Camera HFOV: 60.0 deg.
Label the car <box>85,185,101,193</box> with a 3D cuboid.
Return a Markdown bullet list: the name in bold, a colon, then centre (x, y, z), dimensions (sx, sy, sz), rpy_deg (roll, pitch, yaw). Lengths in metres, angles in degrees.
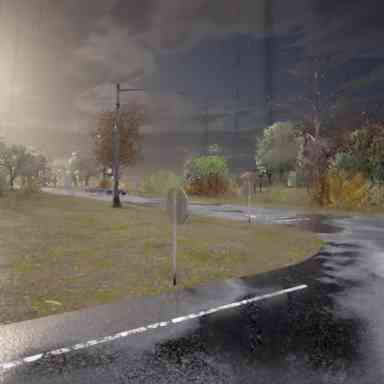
- **car**: centre (-17.759, -0.548, 59.793), dimensions (2.128, 1.511, 4.902), rpy_deg (0, 2, -36)

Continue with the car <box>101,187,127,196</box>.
- **car**: centre (-11.942, -0.118, 51.694), dimensions (1.895, 1.301, 4.718), rpy_deg (0, 2, -36)
